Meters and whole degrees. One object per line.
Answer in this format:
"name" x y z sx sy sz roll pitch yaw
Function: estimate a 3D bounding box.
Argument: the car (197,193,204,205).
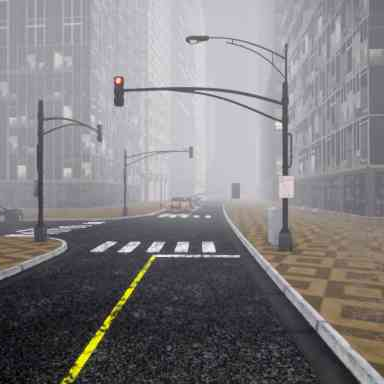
"car" 0.335 1.433 56.259 2.128 1.511 4.902 0 0 7

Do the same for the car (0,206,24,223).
"car" -16.475 1.854 28.049 4.403 1.369 2.008 -1 1 10

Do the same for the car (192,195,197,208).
"car" -0.766 1.466 45.969 1.837 1.490 4.892 0 0 6

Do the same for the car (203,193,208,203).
"car" 1.916 1.137 68.166 2.150 2.045 5.566 0 0 8

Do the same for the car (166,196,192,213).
"car" -1.550 1.327 36.949 2.097 1.767 4.553 0 0 5
